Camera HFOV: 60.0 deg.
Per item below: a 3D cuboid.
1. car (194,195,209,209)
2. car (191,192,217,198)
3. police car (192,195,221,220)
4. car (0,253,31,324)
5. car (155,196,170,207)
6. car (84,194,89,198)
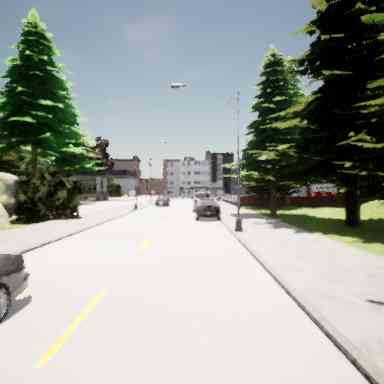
[{"bbox_3d":[1.183,1.259,42.713,1.801,1.575,5.366,0,0,0],"label":"car"},{"bbox_3d":[1.132,1.005,36.552,2.150,2.045,5.566,-3,0,0],"label":"car"},{"bbox_3d":[1.202,1.302,26.633,1.930,1.638,5.238,0,0,0],"label":"police car"},{"bbox_3d":[-4.095,1.527,4.230,2.033,1.411,5.357,0,0,0],"label":"car"},{"bbox_3d":[-4.064,1.276,46.469,2.128,1.511,4.902,0,0,0],"label":"car"},{"bbox_3d":[-23.939,1.077,72.705,1.845,1.501,3.633,0,0,0],"label":"car"}]
